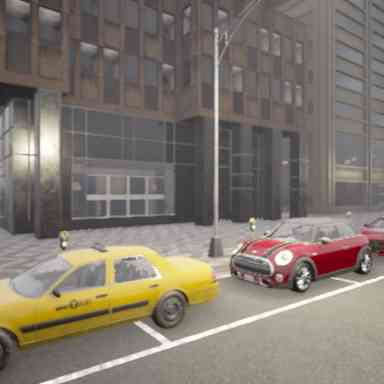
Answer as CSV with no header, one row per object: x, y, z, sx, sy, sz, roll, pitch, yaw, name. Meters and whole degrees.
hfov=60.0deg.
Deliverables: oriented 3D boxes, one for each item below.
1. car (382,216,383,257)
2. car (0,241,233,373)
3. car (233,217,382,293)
7.467,1.528,12.048,4.507,1.381,1.887,0,0,-36,car
-1.757,1.528,5.394,4.829,1.417,1.752,0,0,-36,car
2.924,1.433,8.770,4.097,1.590,1.967,0,0,-36,car
